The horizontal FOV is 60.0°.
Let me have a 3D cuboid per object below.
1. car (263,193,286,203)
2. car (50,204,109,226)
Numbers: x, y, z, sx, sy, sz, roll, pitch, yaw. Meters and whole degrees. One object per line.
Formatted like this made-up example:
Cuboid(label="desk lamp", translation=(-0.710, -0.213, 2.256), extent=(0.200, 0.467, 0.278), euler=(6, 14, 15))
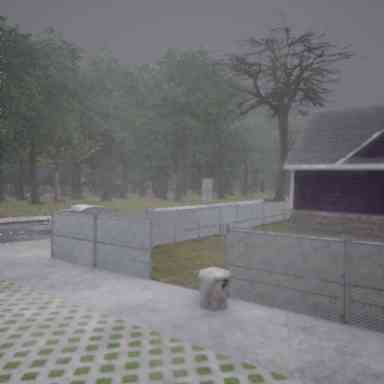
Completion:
Cuboid(label="car", translation=(11.986, 0.850, 48.214), extent=(1.882, 1.535, 5.008), euler=(3, 3, 36))
Cuboid(label="car", translation=(-5.655, 1.405, 18.860), extent=(1.812, 1.442, 4.674), euler=(3, 2, 36))
